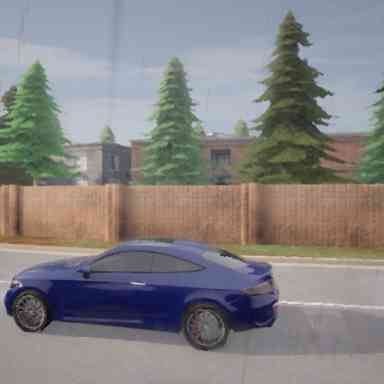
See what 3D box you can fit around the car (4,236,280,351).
[{"bbox_3d":[-0.871,1.533,5.831,4.674,1.442,1.812,0,0,13],"label":"car"}]
